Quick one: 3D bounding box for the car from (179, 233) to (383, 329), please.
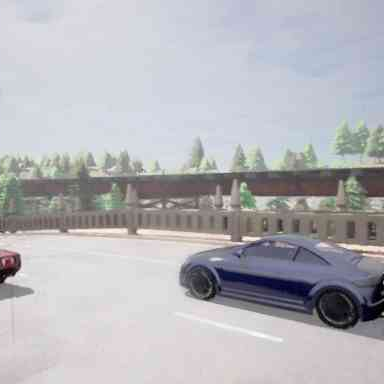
[{"bbox_3d":[1.769,1.583,7.031,4.181,1.385,1.994,0,0,35],"label":"car"}]

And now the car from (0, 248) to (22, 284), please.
[{"bbox_3d":[-6.505,1.734,8.634,4.718,1.301,1.895,-2,-1,35],"label":"car"}]
